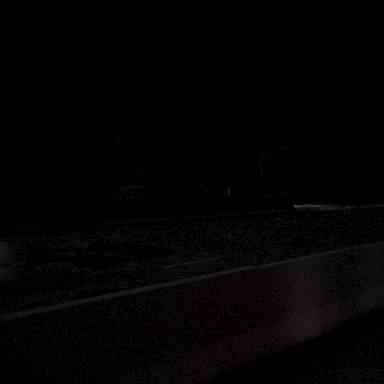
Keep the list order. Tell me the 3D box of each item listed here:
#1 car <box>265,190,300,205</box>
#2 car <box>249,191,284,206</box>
[{"bbox_3d":[12.090,0.704,45.936,2.150,2.045,5.566,-1,1,-39],"label":"car"},{"bbox_3d":[9.240,1.012,43.998,1.882,1.535,5.008,-1,1,-35],"label":"car"}]
